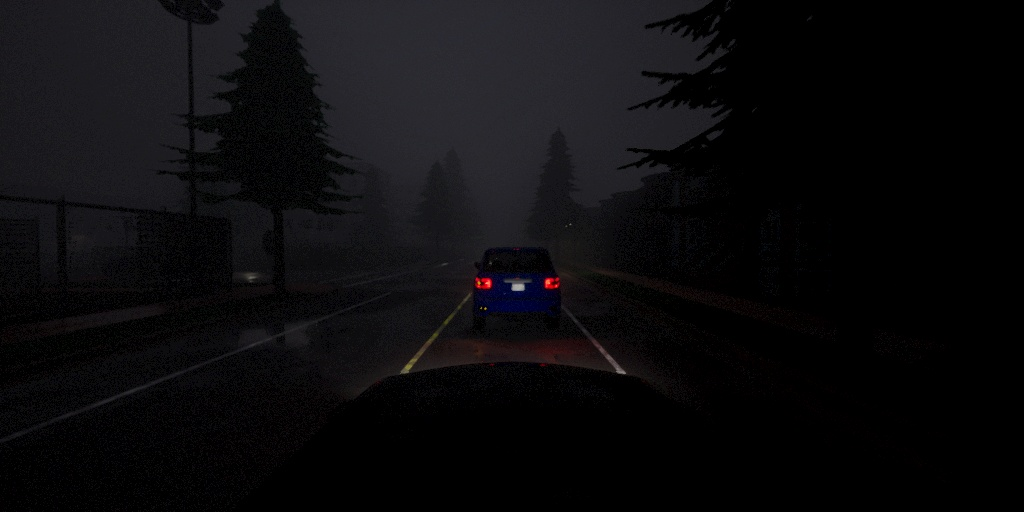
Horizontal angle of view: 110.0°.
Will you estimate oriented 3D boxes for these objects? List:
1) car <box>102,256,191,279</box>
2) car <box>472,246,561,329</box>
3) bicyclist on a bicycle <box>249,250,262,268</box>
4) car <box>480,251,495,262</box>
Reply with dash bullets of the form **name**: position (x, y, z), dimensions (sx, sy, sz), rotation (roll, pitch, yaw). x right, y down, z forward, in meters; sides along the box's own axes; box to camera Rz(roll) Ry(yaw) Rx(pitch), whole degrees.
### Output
- **car**: position (-23.928, 0.734, 23.621), dimensions (4.892, 1.490, 1.837), rotation (0, 1, 0)
- **car**: position (0.047, 0.746, 10.611), dimensions (2.150, 2.045, 5.566), rotation (0, 1, -2)
- **bicyclist on a bicycle**: position (-23.275, 0.308, 32.581), dimensions (0.582, 1.620, 1.656), rotation (0, 2, 0)
- **car**: position (-3.571, -0.004, 52.632), dimensions (1.837, 1.490, 4.892), rotation (0, 1, 0)
